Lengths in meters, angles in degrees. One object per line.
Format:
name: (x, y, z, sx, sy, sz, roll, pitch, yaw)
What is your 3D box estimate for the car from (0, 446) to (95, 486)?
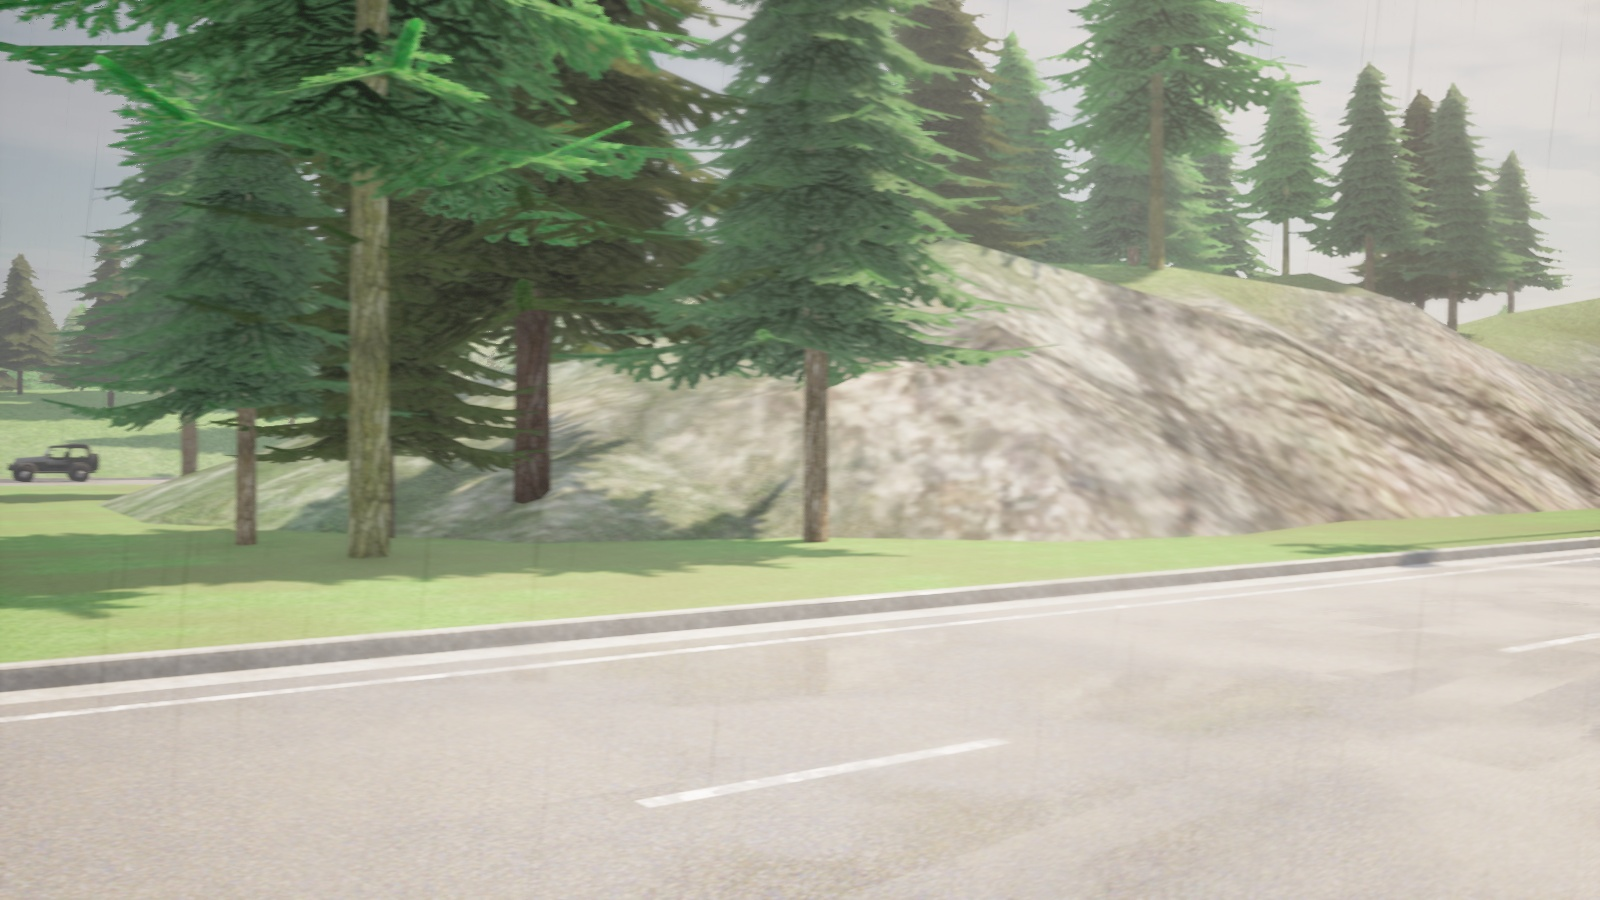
car: (-36.494, 0.767, 60.852, 3.866, 1.878, 1.905, 0, 0, -35)
